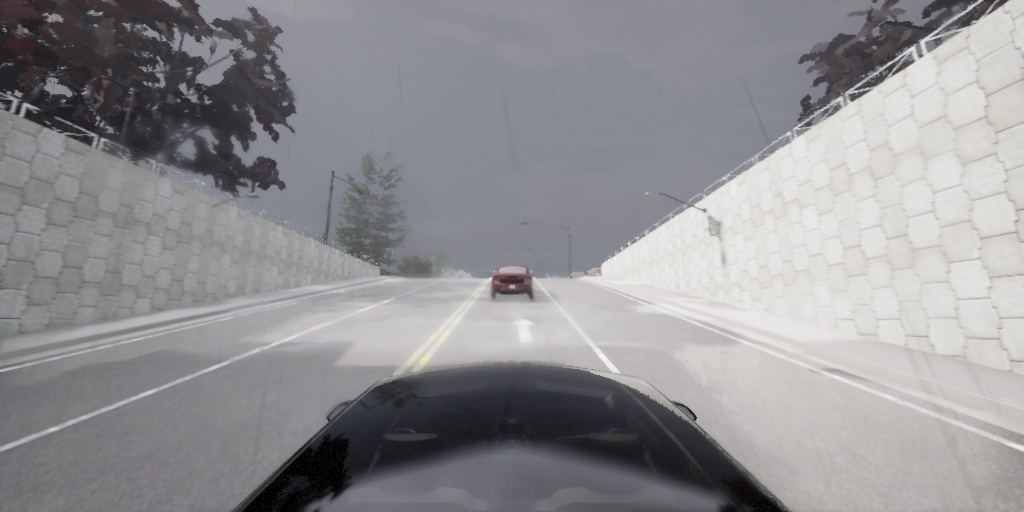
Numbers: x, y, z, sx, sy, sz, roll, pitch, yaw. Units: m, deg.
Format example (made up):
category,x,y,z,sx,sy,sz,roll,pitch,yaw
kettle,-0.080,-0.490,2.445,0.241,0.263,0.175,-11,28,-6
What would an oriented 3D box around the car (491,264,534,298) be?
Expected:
category,x,y,z,sx,sy,sz,roll,pitch,yaw
car,0.038,1.123,17.553,1.882,1.535,5.008,0,1,1
